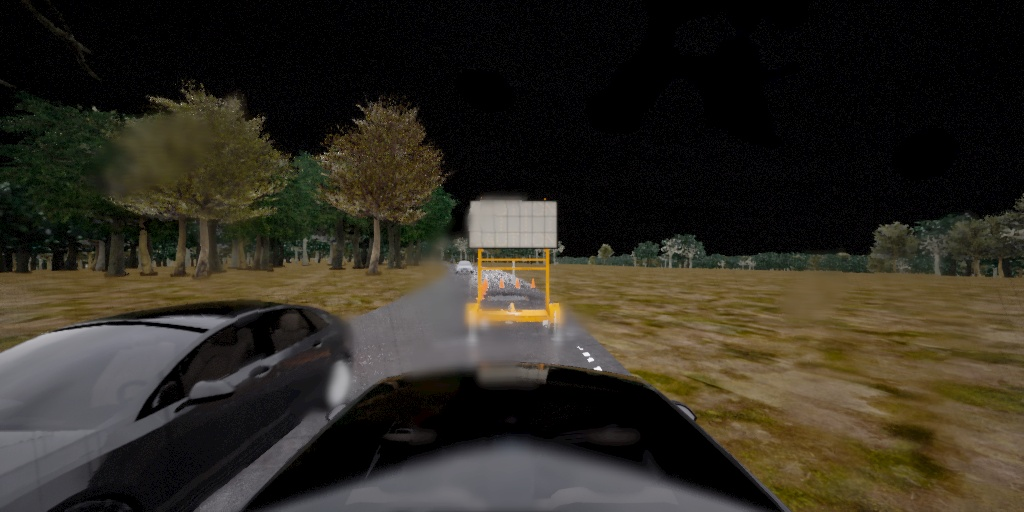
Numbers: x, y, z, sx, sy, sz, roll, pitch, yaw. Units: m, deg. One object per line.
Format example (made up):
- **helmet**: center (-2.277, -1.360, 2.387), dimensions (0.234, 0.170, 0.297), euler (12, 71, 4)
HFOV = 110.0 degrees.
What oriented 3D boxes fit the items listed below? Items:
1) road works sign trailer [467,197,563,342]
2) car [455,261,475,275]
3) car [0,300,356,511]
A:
- **road works sign trailer**: center (0.041, 0.214, 9.789), dimensions (2.380, 3.560, 2.880), euler (0, 0, -2)
- **car**: center (-5.171, 1.278, 39.209), dimensions (1.812, 1.442, 4.674), euler (0, 0, -8)
- **car**: center (-3.117, 1.253, 3.243), dimensions (1.837, 1.490, 4.892), euler (0, 0, -1)
